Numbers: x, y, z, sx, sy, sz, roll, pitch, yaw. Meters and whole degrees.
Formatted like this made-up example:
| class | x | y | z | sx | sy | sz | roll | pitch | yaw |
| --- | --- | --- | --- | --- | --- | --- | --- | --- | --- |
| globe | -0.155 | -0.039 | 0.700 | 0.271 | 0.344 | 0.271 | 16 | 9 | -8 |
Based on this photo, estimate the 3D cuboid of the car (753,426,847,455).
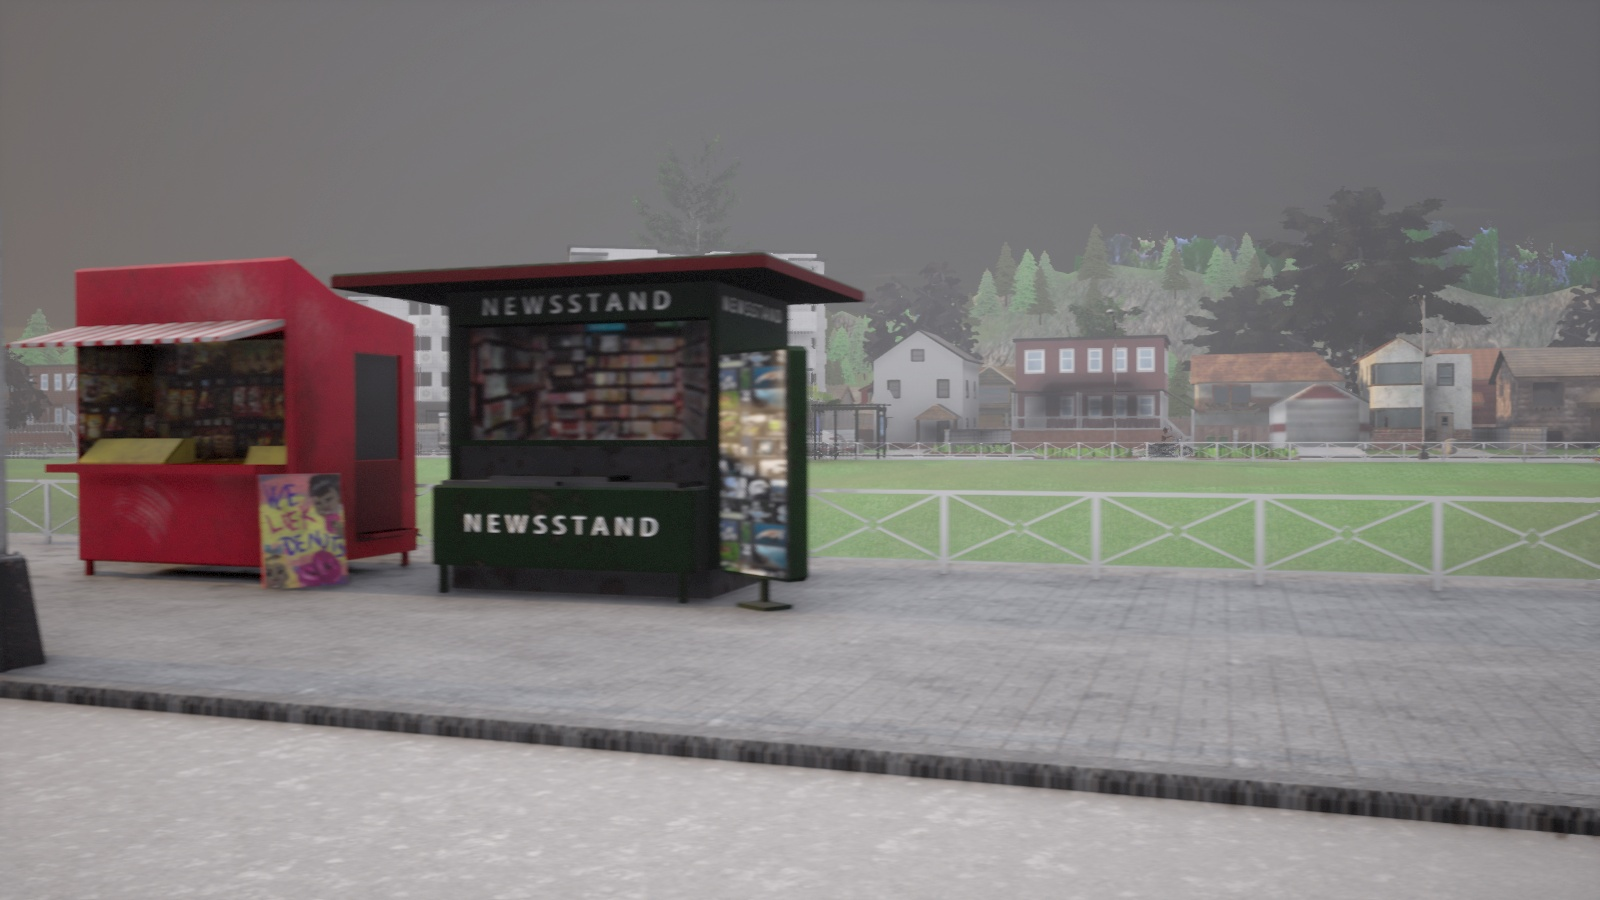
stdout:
| class | x | y | z | sx | sy | sz | roll | pitch | yaw |
| --- | --- | --- | --- | --- | --- | --- | --- | --- | --- |
| car | 0.020 | -0.564 | 73.029 | 5.027 | 1.651 | 2.152 | 1 | 1 | 19 |

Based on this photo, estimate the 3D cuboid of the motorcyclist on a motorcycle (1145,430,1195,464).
| class | x | y | z | sx | sy | sz | roll | pitch | yaw |
| --- | --- | --- | --- | --- | --- | --- | --- | --- | --- |
| motorcyclist on a motorcycle | 18.438 | -0.156 | 62.610 | 2.350 | 1.649 | 0.766 | 1 | 1 | 19 |
